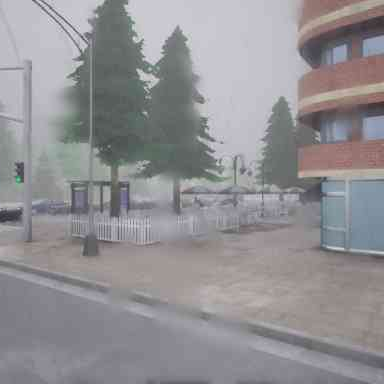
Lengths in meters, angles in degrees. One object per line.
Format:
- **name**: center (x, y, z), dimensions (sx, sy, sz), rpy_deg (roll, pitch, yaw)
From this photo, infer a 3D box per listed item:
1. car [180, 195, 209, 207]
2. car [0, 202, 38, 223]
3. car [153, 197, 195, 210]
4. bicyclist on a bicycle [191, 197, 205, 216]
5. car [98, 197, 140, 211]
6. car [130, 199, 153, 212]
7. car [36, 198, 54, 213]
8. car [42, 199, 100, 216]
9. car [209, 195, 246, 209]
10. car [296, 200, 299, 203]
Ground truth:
- **car**: center (0.830, 1.508, 46.488), dimensions (4.181, 1.385, 1.994), rpy_deg (0, 0, -43)
- **car**: center (-13.323, 1.545, 22.421), dimensions (1.895, 1.301, 4.718), rpy_deg (0, 0, 36)
- **car**: center (-1.870, 1.545, 38.105), dimensions (1.895, 1.301, 4.718), rpy_deg (0, 0, 38)
- **bicyclist on a bicycle**: center (0.434, 1.245, 27.308), dimensions (1.656, 1.620, 0.582), rpy_deg (0, 0, 36)
- **car**: center (-8.832, 1.422, 40.636), dimensions (1.882, 1.535, 5.008), rpy_deg (0, 0, 38)
- **car**: center (-5.784, 1.545, 38.931), dimensions (1.895, 1.301, 4.718), rpy_deg (0, 0, 37)
- **car**: center (-14.551, 1.422, 32.967), dimensions (1.882, 1.535, 5.008), rpy_deg (0, 0, 36)
- **car**: center (-11.254, 1.545, 31.572), dimensions (1.895, 1.301, 4.718), rpy_deg (0, 0, 36)
- **car**: center (4.595, 1.449, 40.270), dimensions (1.837, 1.490, 4.892), rpy_deg (-1, 0, 43)
- **car**: center (18.983, 1.545, 52.801), dimensions (4.718, 1.301, 1.895), rpy_deg (0, 0, -18)
